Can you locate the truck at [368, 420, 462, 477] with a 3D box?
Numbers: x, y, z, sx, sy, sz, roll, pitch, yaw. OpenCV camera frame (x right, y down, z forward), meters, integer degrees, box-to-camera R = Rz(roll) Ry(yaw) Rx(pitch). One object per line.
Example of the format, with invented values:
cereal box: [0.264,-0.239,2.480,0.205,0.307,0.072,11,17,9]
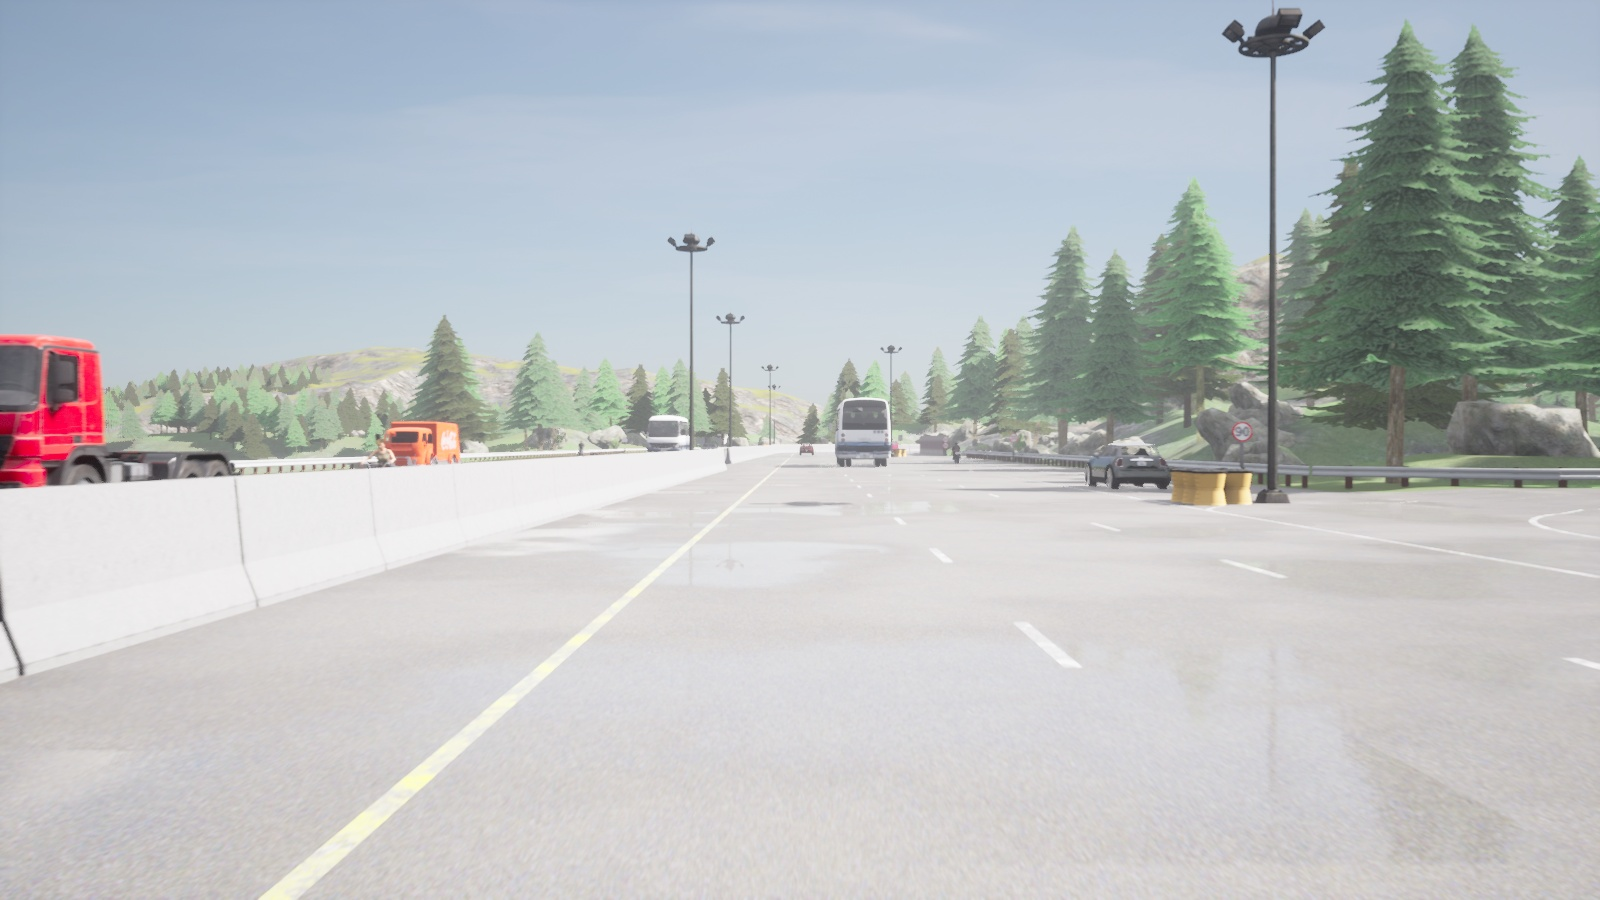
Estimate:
truck: [-17.160,-0.068,56.306,2.627,2.467,5.204,0,0,0]

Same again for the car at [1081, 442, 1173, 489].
car: [10.715,0.487,41.451,1.970,1.475,3.806,0,0,-1]

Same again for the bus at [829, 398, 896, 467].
bus: [3.991,-1.091,82.410,3.944,4.253,10.273,0,0,0]

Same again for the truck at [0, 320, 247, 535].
truck: [-13.844,-0.383,24.141,2.891,3.462,7.936,0,0,0]
